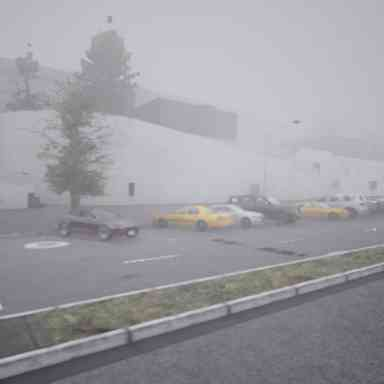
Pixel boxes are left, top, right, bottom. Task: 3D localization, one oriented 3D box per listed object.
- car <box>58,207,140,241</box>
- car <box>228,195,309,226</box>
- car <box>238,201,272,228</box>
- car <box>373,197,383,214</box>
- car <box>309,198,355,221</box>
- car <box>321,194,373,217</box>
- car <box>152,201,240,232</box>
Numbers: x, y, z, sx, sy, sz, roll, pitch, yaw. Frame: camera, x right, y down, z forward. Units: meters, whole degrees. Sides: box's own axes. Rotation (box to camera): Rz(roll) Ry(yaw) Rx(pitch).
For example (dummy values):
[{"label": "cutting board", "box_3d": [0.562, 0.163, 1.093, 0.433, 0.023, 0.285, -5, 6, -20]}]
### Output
[{"label": "car", "box_3d": [-4.773, 1.531, 16.822, 4.792, 1.488, 2.163, -1, -1, 35]}, {"label": "car", "box_3d": [5.012, 1.250, 23.795, 5.566, 2.045, 2.435, -1, -1, 35]}, {"label": "car", "box_3d": [2.538, 1.544, 22.066, 4.674, 1.452, 2.002, -1, -1, 34]}, {"label": "car", "box_3d": [14.744, 1.455, 30.786, 4.792, 1.488, 2.163, -1, 0, 35]}, {"label": "car", "box_3d": [10.031, 1.467, 27.186, 5.366, 1.575, 1.946, -1, -1, 35]}, {"label": "car", "box_3d": [12.297, 1.201, 29.047, 5.566, 2.045, 2.435, -1, 0, 35]}, {"label": "car", "box_3d": [-0.063, 1.506, 20.419, 5.366, 1.575, 1.946, -1, 0, 35]}]
